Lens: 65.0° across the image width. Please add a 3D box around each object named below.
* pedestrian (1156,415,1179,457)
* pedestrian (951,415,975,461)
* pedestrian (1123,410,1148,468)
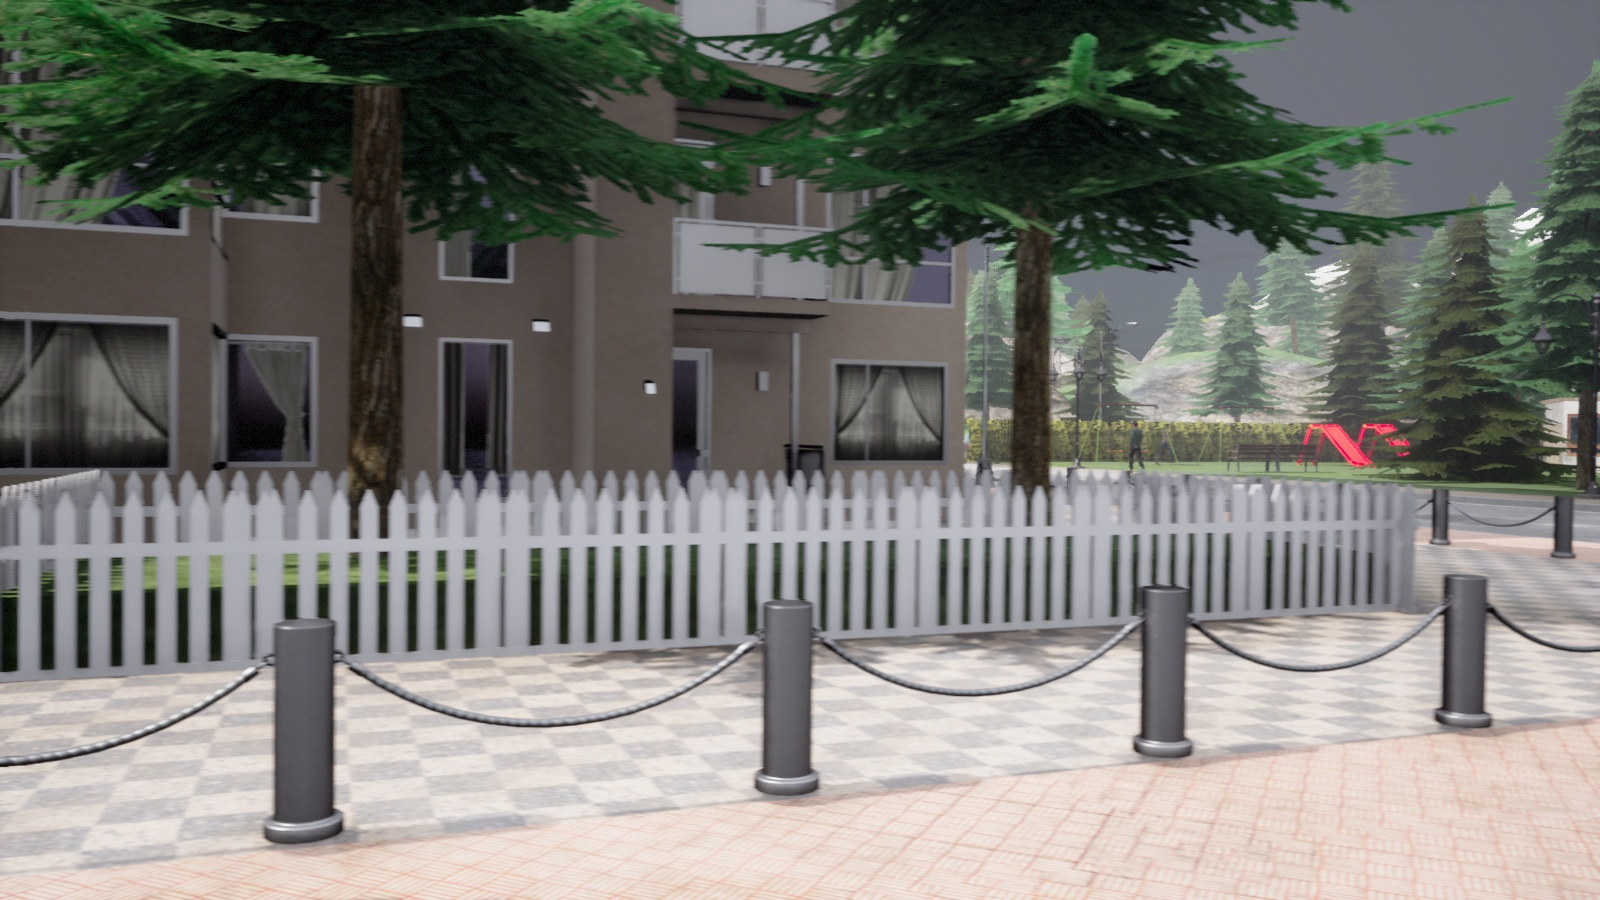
[{"bbox_3d":[16.049,-0.623,54.849,0.869,1.805,0.328,0,1,39],"label":"pedestrian"},{"bbox_3d":[6.948,-0.502,53.470,0.659,1.952,0.873,-1,1,-19],"label":"pedestrian"},{"bbox_3d":[11.341,-0.369,42.421,0.423,1.949,0.788,-1,1,-21],"label":"pedestrian"}]
